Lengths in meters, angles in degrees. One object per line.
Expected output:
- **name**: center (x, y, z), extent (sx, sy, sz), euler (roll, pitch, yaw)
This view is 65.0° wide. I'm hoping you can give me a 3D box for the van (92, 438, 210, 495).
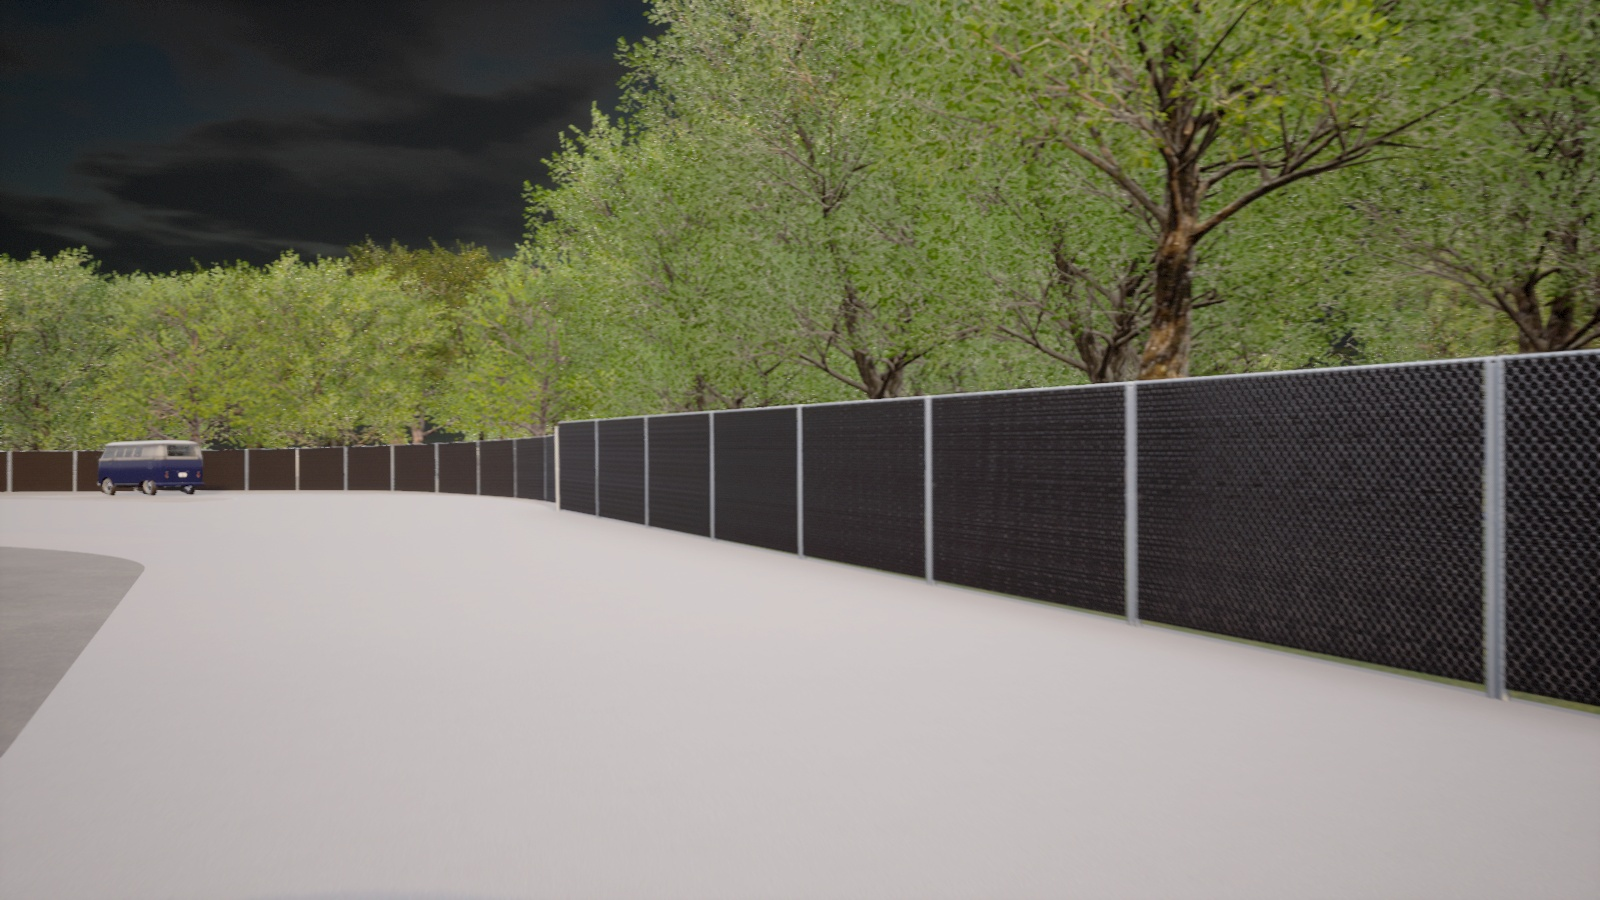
- **van**: center (-23.575, 0.636, 45.559), extent (4.442, 1.987, 1.775), euler (-1, -1, 32)
